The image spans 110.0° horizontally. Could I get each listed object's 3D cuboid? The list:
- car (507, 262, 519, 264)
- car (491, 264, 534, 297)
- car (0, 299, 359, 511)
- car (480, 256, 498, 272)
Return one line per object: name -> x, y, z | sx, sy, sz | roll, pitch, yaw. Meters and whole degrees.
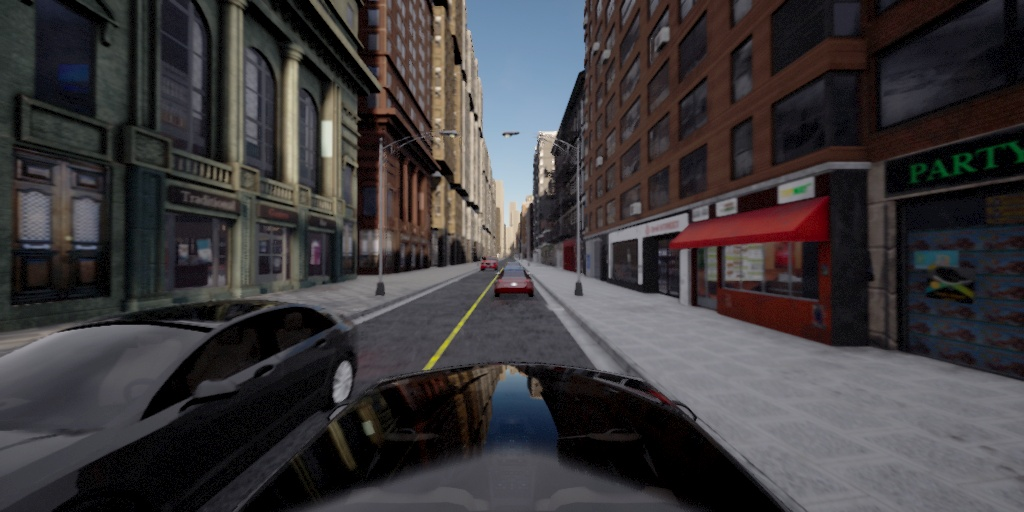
car -> 0.105, 1.316, 37.125 | 2.033, 1.411, 5.357 | 0, 0, 0
car -> 0.103, 1.319, 19.118 | 1.994, 1.385, 4.181 | 0, 0, 0
car -> -3.099, 1.254, 3.284 | 1.837, 1.490, 4.892 | 0, 0, 0
car -> -3.027, 1.002, 48.599 | 2.150, 2.045, 5.566 | 0, 0, 0
